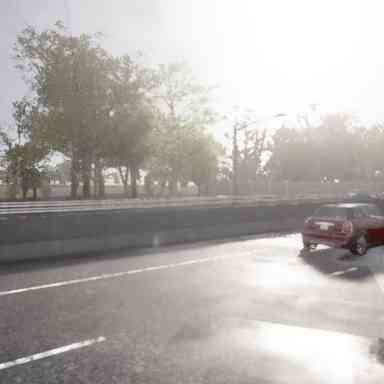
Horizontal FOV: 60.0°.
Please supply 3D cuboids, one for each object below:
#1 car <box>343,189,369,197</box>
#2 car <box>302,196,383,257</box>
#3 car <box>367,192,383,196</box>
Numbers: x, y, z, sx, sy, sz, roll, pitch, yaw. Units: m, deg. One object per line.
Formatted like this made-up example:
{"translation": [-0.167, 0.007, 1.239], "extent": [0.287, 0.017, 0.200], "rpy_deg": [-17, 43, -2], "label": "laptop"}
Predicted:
{"translation": [26.200, 0.607, 52.792], "extent": [5.566, 2.045, 2.150], "rpy_deg": [-1, 0, -35], "label": "car"}
{"translation": [6.241, 1.199, 12.554], "extent": [4.553, 1.767, 2.097], "rpy_deg": [-1, 0, -35], "label": "car"}
{"translation": [29.204, 0.973, 50.636], "extent": [4.718, 1.301, 1.895], "rpy_deg": [-1, 0, -35], "label": "car"}
